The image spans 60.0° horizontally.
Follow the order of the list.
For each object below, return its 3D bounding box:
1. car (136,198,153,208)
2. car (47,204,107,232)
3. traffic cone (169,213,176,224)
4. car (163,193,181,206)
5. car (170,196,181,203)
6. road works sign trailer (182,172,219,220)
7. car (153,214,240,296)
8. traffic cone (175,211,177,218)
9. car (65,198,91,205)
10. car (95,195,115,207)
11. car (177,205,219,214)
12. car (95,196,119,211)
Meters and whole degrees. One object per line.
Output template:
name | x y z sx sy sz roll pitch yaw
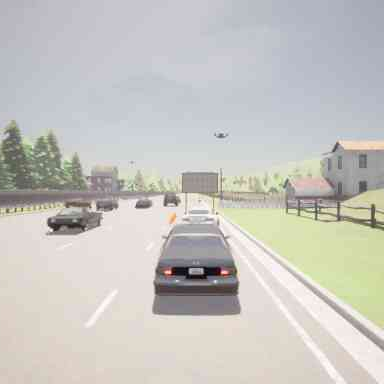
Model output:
car | -6.850 1.564 48.285 1.994 1.385 4.181 0 0 0
car | -6.878 1.600 20.170 1.895 1.301 4.718 0 0 0
traffic cone | -1.463 1.955 23.162 0.340 0.580 0.340 0 0 0
car | -3.345 1.221 53.342 2.150 2.045 5.566 0 0 0
car | -3.329 1.564 68.557 1.994 1.385 4.181 0 0 0
road works sign trailer | 0.509 0.464 22.060 2.380 3.560 2.880 0 0 -3
car | 0.107 1.547 8.806 2.033 1.411 5.357 0 0 1
traffic cone | -1.461 1.955 25.162 0.340 0.580 0.340 0 0 0
car | -13.858 1.478 40.730 1.882 1.535 5.008 0 0 0
car | -13.846 1.352 53.113 2.097 1.767 4.553 0 0 0
car | 0.492 1.539 18.446 1.812 1.442 4.674 0 -1 6
car | -10.357 1.488 41.048 2.128 1.511 4.902 0 0 0
